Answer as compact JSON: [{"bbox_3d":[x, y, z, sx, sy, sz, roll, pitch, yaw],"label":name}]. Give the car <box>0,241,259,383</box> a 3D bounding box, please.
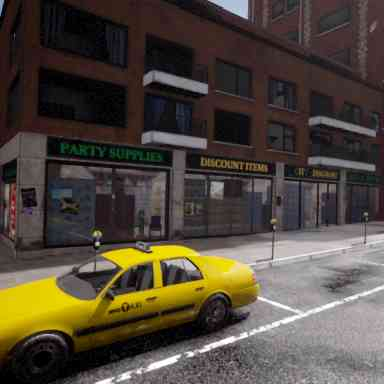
[{"bbox_3d":[-1.037,1.527,5.333,4.829,1.417,1.752,0,2,-35],"label":"car"}]
